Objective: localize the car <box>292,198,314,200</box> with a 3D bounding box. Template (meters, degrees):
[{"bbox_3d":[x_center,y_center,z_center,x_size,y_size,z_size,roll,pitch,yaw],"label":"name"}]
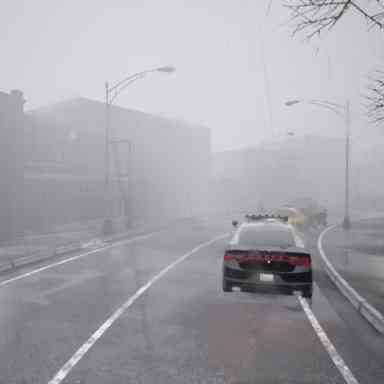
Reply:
[{"bbox_3d":[10.362,1.361,31.868,4.553,1.767,2.097,0,1,-44],"label":"car"}]

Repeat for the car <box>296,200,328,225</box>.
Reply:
[{"bbox_3d":[7.784,1.535,22.433,1.837,1.490,4.892,1,0,34],"label":"car"}]

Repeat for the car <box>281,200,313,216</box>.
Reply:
[{"bbox_3d":[5.086,1.469,17.736,1.801,1.575,5.366,1,0,26],"label":"car"}]

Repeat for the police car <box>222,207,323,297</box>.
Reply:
[{"bbox_3d":[1.976,1.427,8.856,1.930,1.638,5.238,0,0,12],"label":"police car"}]
